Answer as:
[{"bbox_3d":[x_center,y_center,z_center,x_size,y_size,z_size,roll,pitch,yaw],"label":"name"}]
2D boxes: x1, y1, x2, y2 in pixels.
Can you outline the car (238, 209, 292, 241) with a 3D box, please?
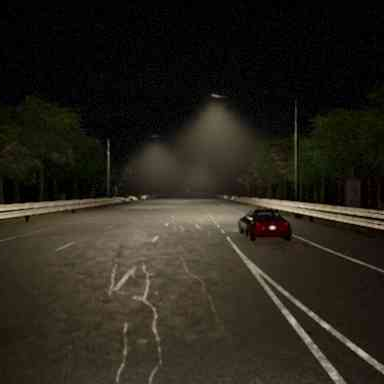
[{"bbox_3d":[3.566,1.566,16.853,1.994,1.385,4.181,0,0,-1],"label":"car"}]
